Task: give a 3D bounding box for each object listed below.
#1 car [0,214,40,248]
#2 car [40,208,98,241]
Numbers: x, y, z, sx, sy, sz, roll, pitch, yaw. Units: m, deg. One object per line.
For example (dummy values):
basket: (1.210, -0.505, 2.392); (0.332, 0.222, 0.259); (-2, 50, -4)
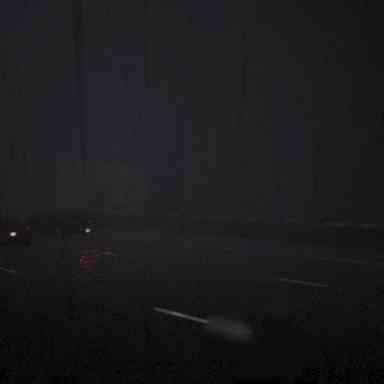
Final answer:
car: (-8.872, 1.690, 14.620); (4.181, 1.385, 1.994); (0, 0, 35)
car: (-7.045, 1.632, 17.616); (4.892, 1.490, 1.837); (0, 0, 35)
